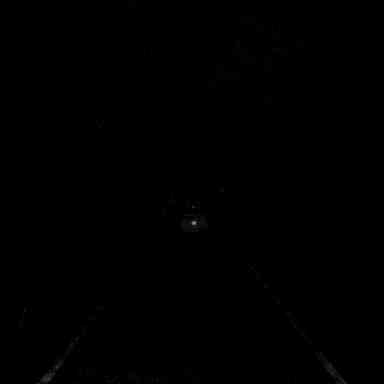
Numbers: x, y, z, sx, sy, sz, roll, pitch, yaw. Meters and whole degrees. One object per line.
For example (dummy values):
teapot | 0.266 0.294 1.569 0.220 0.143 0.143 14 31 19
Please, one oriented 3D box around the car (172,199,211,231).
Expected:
car | 0.125 1.437 20.169 2.128 1.511 4.902 0 0 0

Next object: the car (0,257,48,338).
car | -3.596 1.541 3.847 2.033 1.411 5.357 0 0 0

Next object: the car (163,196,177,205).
car | -3.459 1.363 53.327 1.812 1.442 4.674 0 0 1

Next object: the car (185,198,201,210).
car | 0.149 1.476 41.567 1.895 1.301 4.718 0 0 0
